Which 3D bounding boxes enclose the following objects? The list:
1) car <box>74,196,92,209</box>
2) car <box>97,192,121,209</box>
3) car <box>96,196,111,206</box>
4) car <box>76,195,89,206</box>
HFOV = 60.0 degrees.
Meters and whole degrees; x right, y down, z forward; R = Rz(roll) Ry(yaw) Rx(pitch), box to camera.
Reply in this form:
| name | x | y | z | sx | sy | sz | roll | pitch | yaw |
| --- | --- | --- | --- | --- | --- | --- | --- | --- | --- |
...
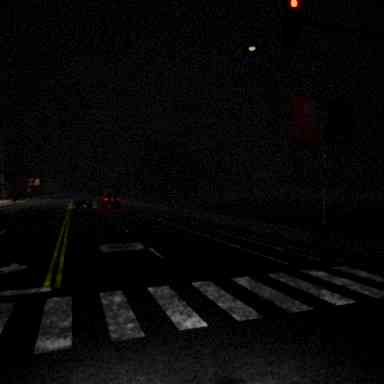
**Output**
| name | x | y | z | sx | sy | sz | roll | pitch | yaw |
| --- | --- | --- | --- | --- | --- | --- | --- | --- | --- |
| car | -13.600 | 1.355 | 41.774 | 1.837 | 1.490 | 4.892 | -1 | 0 | -20 |
| car | -10.550 | 1.032 | 42.885 | 2.150 | 2.045 | 5.566 | -1 | 0 | -20 |
| car | -14.014 | 1.382 | 52.671 | 1.895 | 1.301 | 4.718 | -1 | 0 | -20 |
| car | -17.068 | 1.325 | 51.557 | 1.837 | 1.490 | 4.892 | -1 | 0 | -20 |
